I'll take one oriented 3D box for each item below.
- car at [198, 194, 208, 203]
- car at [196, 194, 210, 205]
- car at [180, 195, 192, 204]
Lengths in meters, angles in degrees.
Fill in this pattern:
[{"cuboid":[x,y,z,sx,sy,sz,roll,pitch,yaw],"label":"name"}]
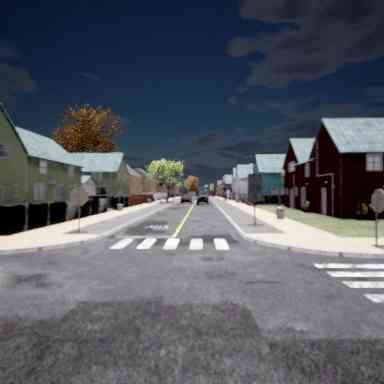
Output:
[{"cuboid":[2.019,1.177,61.782,1.812,1.442,4.674,0,0,2],"label":"car"},{"cuboid":[1.679,1.184,51.368,1.837,1.490,4.892,0,0,2],"label":"car"},{"cuboid":[-0.919,1.215,56.042,2.033,1.411,5.357,0,0,2],"label":"car"}]
